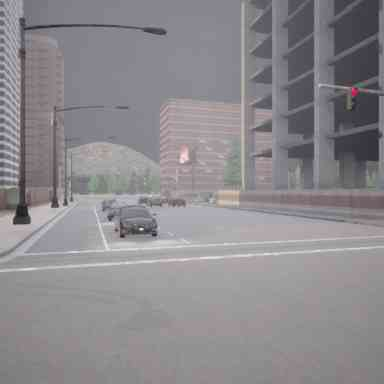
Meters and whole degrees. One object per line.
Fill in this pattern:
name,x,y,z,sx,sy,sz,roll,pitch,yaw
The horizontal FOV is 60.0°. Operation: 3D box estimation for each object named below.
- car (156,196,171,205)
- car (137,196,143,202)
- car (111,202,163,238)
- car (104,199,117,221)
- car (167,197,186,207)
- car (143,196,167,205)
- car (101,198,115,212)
car,-5.390,1.535,61.431,1.812,1.442,4.674,0,0,-17
car,-8.736,1.513,60.404,1.837,1.490,4.892,0,0,-17
car,-3.114,1.507,17.972,1.837,1.490,4.892,0,0,-17
car,-5.999,1.529,27.351,1.812,1.442,4.674,0,0,-17
car,-2.416,1.485,51.755,1.882,1.535,5.008,0,0,-17
car,-5.725,1.499,50.784,2.128,1.511,4.902,0,0,-17
car,-9.670,1.496,39.295,2.128,1.511,4.902,0,0,-17
